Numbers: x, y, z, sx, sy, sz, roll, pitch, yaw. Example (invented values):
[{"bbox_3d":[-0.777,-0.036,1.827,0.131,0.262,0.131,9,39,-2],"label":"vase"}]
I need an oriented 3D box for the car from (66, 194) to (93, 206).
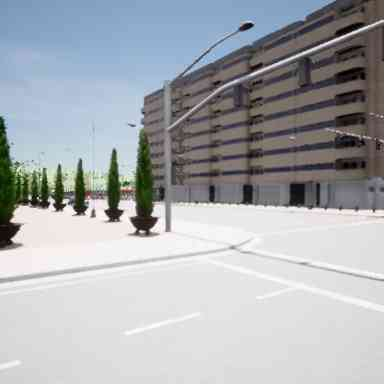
[{"bbox_3d":[-17.665,1.269,52.145,2.097,1.767,4.553,0,0,-35],"label":"car"}]

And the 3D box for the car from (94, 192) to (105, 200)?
[{"bbox_3d":[-25.146,1.302,90.837,4.553,1.767,2.097,0,0,-34],"label":"car"}]
